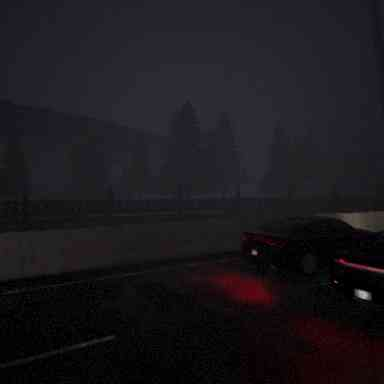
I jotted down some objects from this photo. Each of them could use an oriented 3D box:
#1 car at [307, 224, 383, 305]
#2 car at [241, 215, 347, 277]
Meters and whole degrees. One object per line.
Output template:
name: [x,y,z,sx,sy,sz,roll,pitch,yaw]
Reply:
car: [4.905,1.473,6.734,4.902,1.511,2.128,0,0,-31]
car: [3.808,1.455,10.168,5.008,1.535,1.882,0,0,-30]
